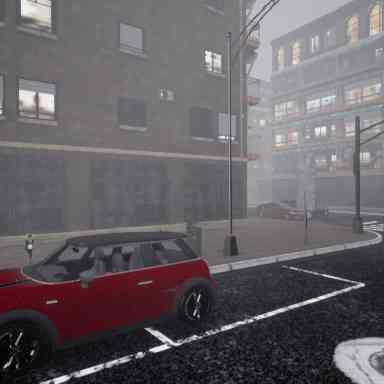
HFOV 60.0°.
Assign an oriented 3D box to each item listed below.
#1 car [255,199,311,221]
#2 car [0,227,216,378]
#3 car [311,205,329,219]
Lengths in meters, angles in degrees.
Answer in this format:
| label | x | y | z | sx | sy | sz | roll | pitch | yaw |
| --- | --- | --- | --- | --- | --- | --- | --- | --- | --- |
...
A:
| label | x | y | z | sx | sy | sz | roll | pitch | yaw |
| --- | --- | --- | --- | --- | --- | --- | --- | --- | --- |
| car | 6.835 | 1.473 | 26.225 | 1.802 | 1.307 | 4.206 | 0 | 0 | -35 |
| car | -1.645 | 1.440 | 5.446 | 4.097 | 1.590 | 1.967 | 0 | 0 | -35 |
| car | 8.920 | 1.348 | 27.746 | 1.882 | 1.535 | 5.008 | -1 | 1 | -35 |
